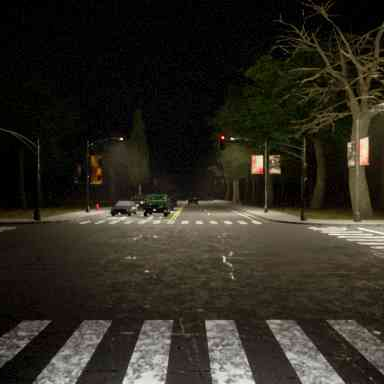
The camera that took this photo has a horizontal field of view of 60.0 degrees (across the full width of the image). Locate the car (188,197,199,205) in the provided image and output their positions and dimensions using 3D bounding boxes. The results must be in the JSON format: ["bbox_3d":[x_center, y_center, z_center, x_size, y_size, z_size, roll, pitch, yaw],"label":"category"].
[{"bbox_3d":[0.221,1.673,62.231,2.128,1.511,4.902,0,0,0],"label":"car"}]

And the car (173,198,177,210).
[{"bbox_3d":[-3.262,1.608,41.496,1.994,1.385,4.181,0,0,1],"label":"car"}]

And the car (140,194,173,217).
[{"bbox_3d":[-3.289,1.240,32.085,2.150,2.045,5.566,0,0,0],"label":"car"}]

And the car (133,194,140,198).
[{"bbox_3d":[-6.518,1.272,42.816,2.150,2.045,5.566,0,0,0],"label":"car"}]

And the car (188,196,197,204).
[{"bbox_3d":[0.190,1.740,72.598,1.882,1.535,5.008,0,0,0],"label":"car"}]

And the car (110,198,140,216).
[{"bbox_3d":[-6.538,1.567,32.631,2.033,1.411,5.357,0,0,0],"label":"car"}]
